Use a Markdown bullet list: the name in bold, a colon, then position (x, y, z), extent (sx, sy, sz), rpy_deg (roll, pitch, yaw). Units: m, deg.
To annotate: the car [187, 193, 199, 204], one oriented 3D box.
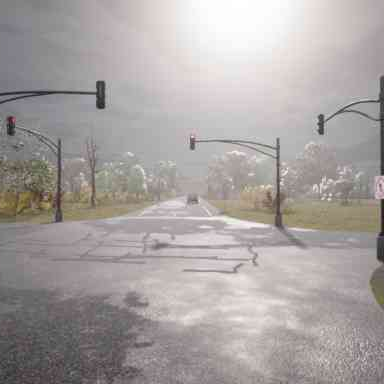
- **car**: position (0.156, 1.293, 67.658), extent (2.150, 2.045, 5.566), rpy_deg (0, 0, 0)
